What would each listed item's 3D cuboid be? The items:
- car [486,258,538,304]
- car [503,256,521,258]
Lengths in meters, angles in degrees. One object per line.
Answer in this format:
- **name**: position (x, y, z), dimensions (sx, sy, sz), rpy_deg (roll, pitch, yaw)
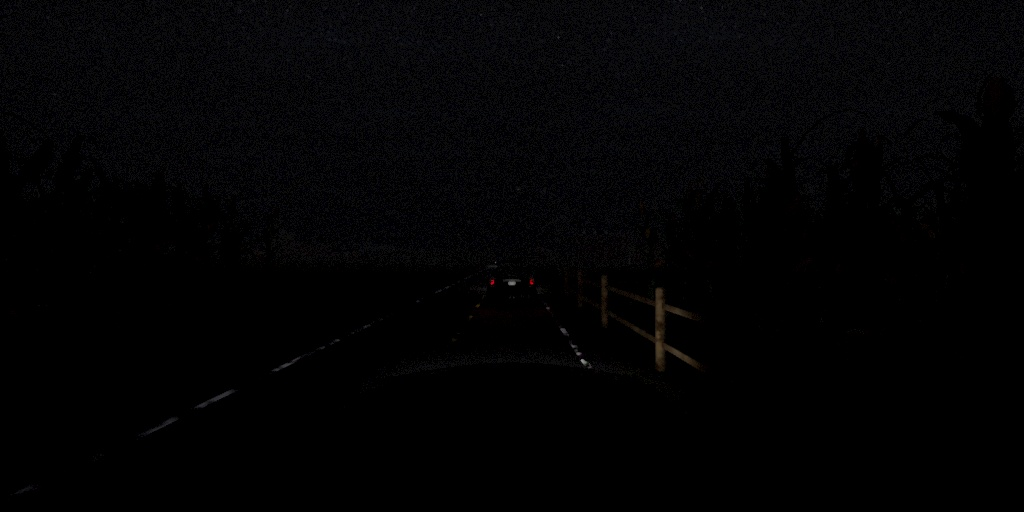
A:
- **car**: position (0.000, 1.115, 16.472), dimensions (2.097, 1.767, 4.553), rpy_deg (0, 0, 0)
- **car**: position (0.000, 1.015, 31.532), dimensions (2.150, 2.045, 5.566), rpy_deg (0, 0, 0)
